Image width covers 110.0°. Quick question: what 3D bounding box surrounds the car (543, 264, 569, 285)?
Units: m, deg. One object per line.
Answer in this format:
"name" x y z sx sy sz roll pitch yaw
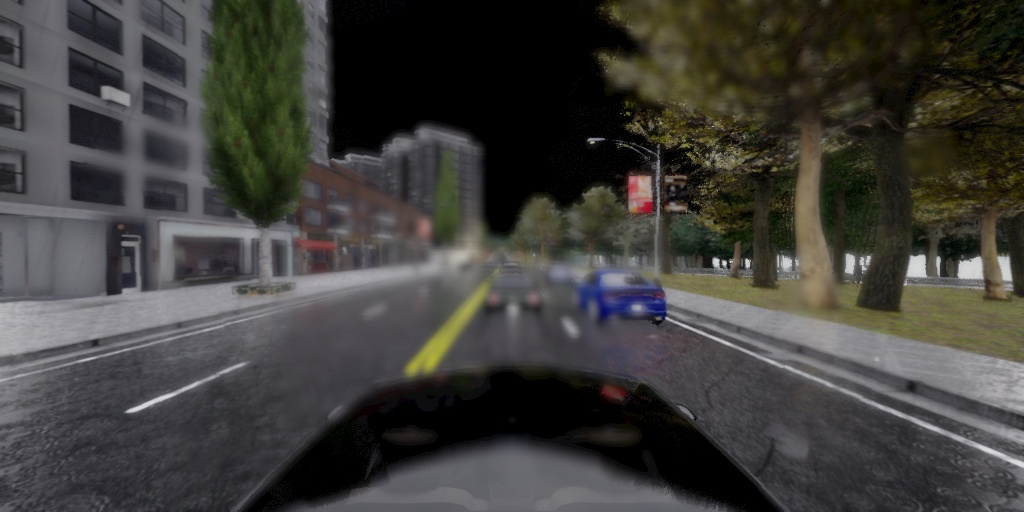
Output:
"car" 3.299 1.261 25.918 2.033 1.411 5.357 0 0 1

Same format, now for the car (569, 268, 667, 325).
"car" 3.303 1.203 11.771 1.882 1.535 5.008 0 0 1

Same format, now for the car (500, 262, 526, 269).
"car" 0.074 1.221 29.717 1.837 1.490 4.892 0 0 0

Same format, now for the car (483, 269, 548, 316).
"car" 0.063 1.324 13.171 1.895 1.301 4.718 0 0 0

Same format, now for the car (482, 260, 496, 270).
"car" -3.322 1.319 52.599 1.994 1.385 4.181 0 0 0

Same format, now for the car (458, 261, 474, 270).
"car" -6.578 1.351 51.321 1.895 1.301 4.718 0 0 0
